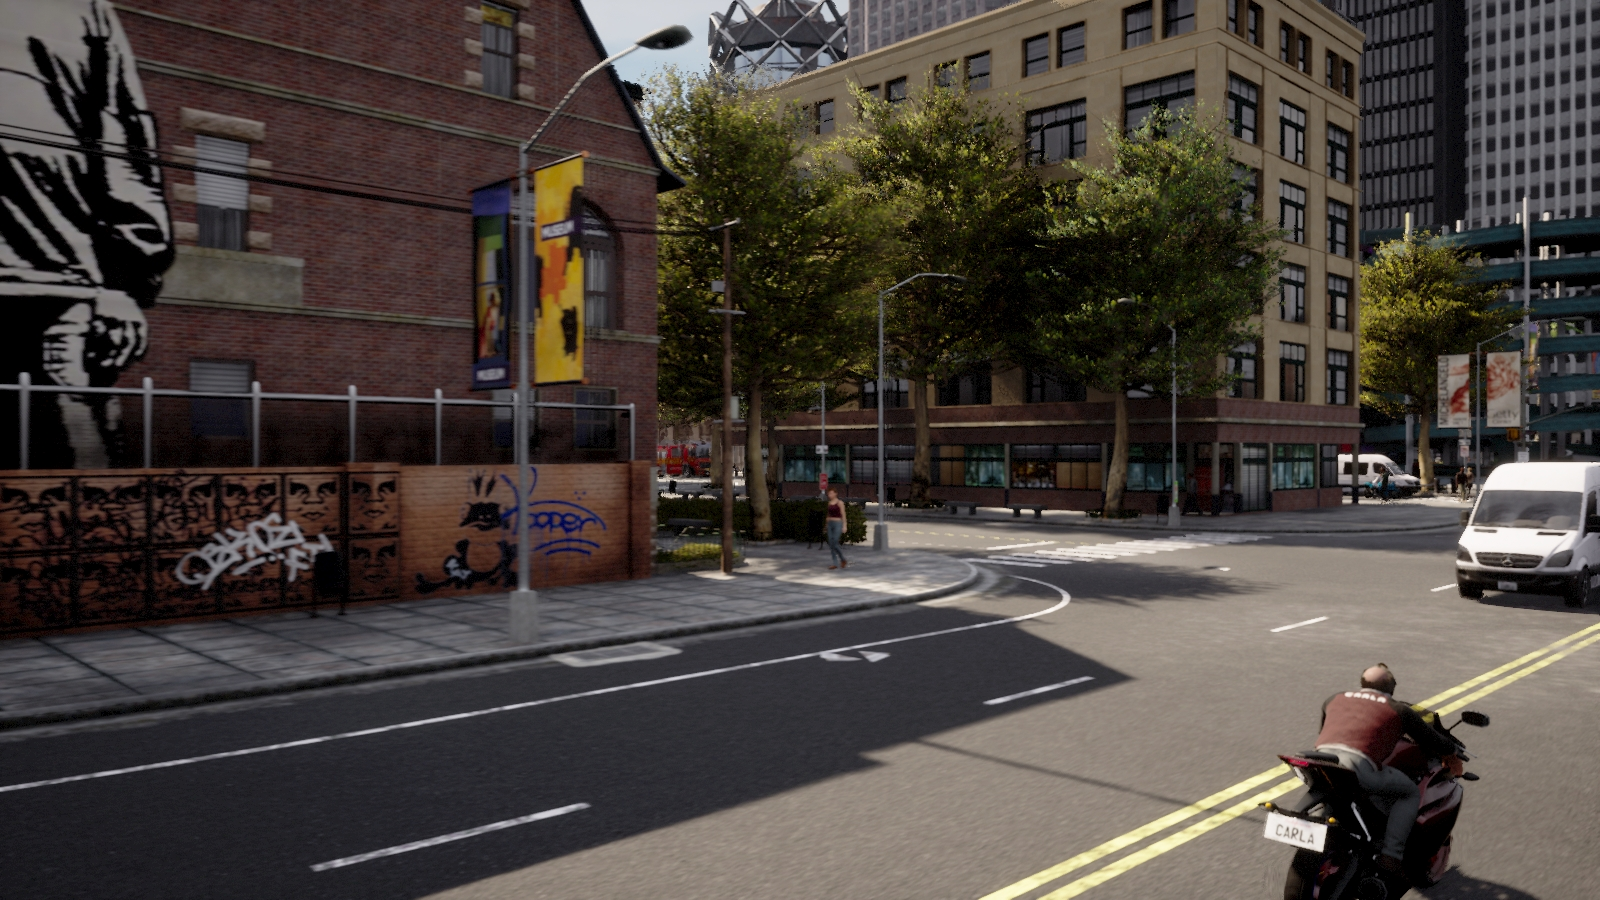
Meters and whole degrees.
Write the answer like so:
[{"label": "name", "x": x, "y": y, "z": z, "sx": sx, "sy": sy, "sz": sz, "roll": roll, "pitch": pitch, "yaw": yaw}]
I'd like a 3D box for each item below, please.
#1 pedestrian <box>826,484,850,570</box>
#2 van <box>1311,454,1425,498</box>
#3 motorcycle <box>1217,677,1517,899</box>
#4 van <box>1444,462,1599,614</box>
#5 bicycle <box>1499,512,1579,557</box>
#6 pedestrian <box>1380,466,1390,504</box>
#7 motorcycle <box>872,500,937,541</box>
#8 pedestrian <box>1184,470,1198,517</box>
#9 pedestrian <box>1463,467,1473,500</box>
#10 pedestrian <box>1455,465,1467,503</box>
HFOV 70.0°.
[{"label": "pedestrian", "x": 0.848, "y": 1.702, "z": 25.340, "sx": 0.375, "sy": 1.860, "sz": 0.375, "roll": 0, "pitch": 0, "yaw": -44}, {"label": "van", "x": 34.484, "y": 1.545, "z": 69.517, "sx": 1.988, "sy": 2.561, "sz": 5.915, "roll": 0, "pitch": 0, "yaw": -44}, {"label": "motorcycle", "x": 3.478, "y": 2.206, "z": 6.901, "sx": 2.209, "sy": 1.251, "sz": 0.867, "roll": 0, "pitch": 0, "yaw": -42}, {"label": "van", "x": 14.656, "y": 1.537, "z": 22.333, "sx": 5.915, "sy": 2.561, "sz": 1.988, "roll": 0, "pitch": 0, "yaw": -44}, {"label": "bicycle", "x": 19.357, "y": 2.213, "z": 29.942, "sx": 1.835, "sy": 1.171, "sz": 0.329, "roll": 0, "pitch": -1, "yaw": 3}, {"label": "pedestrian", "x": 28.821, "y": 1.704, "z": 56.265, "sx": 0.375, "sy": 1.860, "sz": 0.375, "roll": 0, "pitch": 0, "yaw": 41}, {"label": "motorcycle", "x": 3.291, "y": 2.220, "z": 36.244, "sx": 0.803, "sy": 1.145, "sz": 2.033, "roll": 0, "pitch": 0, "yaw": -43}, {"label": "pedestrian", "x": 15.389, "y": 1.704, "z": 44.968, "sx": 0.375, "sy": 1.860, "sz": 0.375, "roll": 0, "pitch": 0, "yaw": 44}, {"label": "pedestrian", "x": 37.373, "y": 1.857, "z": 63.895, "sx": 0.375, "sy": 1.860, "sz": 0.375, "roll": 0, "pitch": 0, "yaw": -37}, {"label": "pedestrian", "x": 32.990, "y": 1.704, "z": 57.004, "sx": 0.375, "sy": 1.860, "sz": 0.375, "roll": 0, "pitch": 0, "yaw": -9}]
